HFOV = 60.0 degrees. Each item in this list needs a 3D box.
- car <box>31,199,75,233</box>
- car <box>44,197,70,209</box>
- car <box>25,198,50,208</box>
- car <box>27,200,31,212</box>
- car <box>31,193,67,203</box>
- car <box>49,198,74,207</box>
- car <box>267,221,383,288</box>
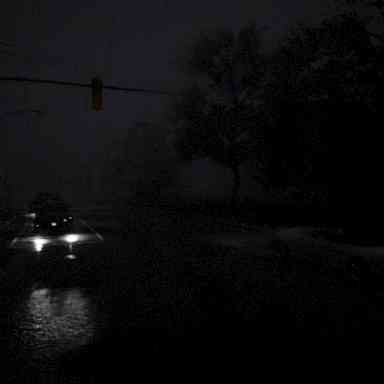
[{"bbox_3d":[-7.775,1.346,18.663,1.837,1.490,4.892,-1,0,-23],"label":"car"},{"bbox_3d":[-18.987,1.542,46.587,1.882,1.535,5.008,-1,0,-39],"label":"car"},{"bbox_3d":[-25.233,1.704,54.238,4.902,1.511,2.128,-1,0,44],"label":"car"},{"bbox_3d":[-16.716,1.557,36.585,1.994,1.385,4.181,-1,0,-30],"label":"car"},{"bbox_3d":[-11.938,1.100,27.711,2.150,2.045,5.566,-1,0,-27],"label":"car"},{"bbox_3d":[-21.975,1.682,55.834,2.033,1.411,5.357,-1,0,-42],"label":"car"},{"bbox_3d":[3.984,1.415,8.811,1.895,1.301,4.718,-1,1,-21],"label":"car"}]
